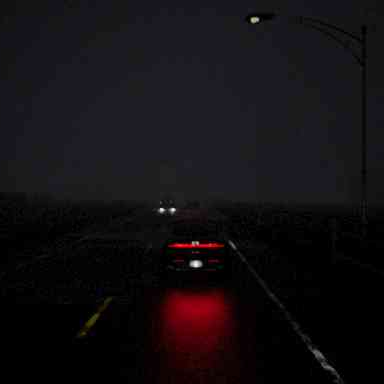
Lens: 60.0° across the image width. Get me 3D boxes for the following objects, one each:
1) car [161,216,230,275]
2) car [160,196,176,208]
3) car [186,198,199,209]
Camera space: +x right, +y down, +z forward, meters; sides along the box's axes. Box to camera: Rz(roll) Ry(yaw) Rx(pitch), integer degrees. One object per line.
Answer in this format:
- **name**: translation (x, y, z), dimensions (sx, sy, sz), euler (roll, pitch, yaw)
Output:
- **car**: translation (0.097, 1.527, 10.532), dimensions (1.837, 1.490, 4.892), euler (0, -1, 0)
- **car**: translation (-3.553, 1.465, 49.023), dimensions (2.097, 1.767, 4.553), euler (0, 0, 1)
- **car**: translation (0.088, 1.598, 46.989), dimensions (2.128, 1.511, 4.902), euler (0, 0, 0)
